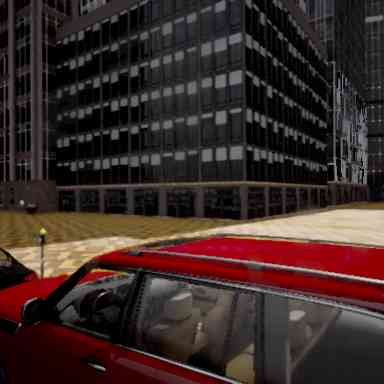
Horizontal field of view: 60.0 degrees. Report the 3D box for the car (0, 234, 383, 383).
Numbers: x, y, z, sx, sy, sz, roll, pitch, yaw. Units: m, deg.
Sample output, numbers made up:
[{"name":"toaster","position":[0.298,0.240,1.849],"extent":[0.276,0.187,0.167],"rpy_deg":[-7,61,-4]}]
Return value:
[{"name":"car","position":[-0.014,1.320,2.890],"extent":[5.009,1.841,2.192],"rpy_deg":[0,0,35]}]
